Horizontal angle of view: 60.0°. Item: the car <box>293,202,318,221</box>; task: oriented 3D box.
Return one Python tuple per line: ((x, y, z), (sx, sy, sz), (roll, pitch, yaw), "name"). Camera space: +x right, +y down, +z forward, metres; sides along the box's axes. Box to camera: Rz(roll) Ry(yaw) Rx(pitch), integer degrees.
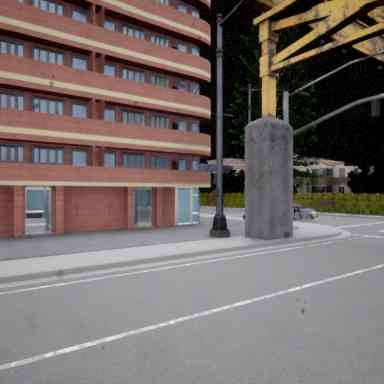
((7.812, 1.491, 27.061), (2.128, 1.511, 4.902), (0, 0, -35), "car")
